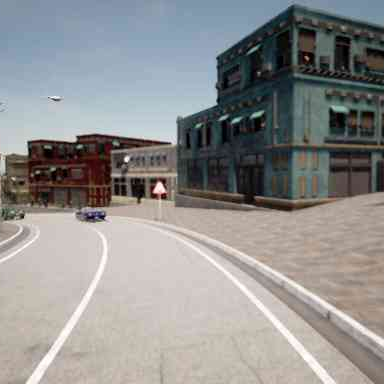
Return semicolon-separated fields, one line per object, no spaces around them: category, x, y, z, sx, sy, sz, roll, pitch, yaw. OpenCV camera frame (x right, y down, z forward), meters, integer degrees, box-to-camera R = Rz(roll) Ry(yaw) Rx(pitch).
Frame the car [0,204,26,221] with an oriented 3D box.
car;-23.373;2.550;42.488;5.566;2.045;2.150;-4;0;42

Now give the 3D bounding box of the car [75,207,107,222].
car;-9.960;2.136;32.422;1.895;1.301;4.718;-3;0;-33
